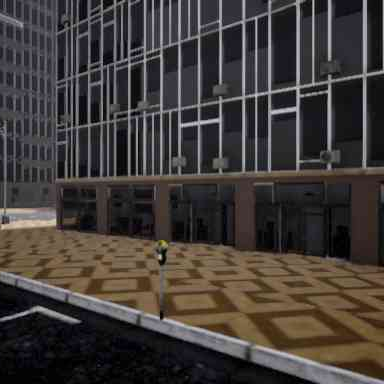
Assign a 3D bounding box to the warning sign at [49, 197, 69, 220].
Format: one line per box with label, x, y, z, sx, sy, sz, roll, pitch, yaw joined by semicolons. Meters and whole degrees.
warning sign;-11.649;1.429;29.083;1.300;1.860;1.060;1;1;33
